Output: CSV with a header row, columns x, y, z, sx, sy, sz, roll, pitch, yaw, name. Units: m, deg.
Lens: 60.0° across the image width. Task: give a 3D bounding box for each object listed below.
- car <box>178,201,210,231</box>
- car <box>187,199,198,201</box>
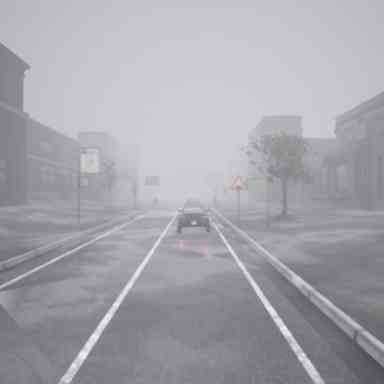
x,y,z,sx,sy,sz,roll,pitch,yaw,name
0.107,1.487,20.291,1.812,1.442,4.674,0,0,0,car
0.092,1.471,38.303,1.994,1.385,4.181,0,0,0,car
